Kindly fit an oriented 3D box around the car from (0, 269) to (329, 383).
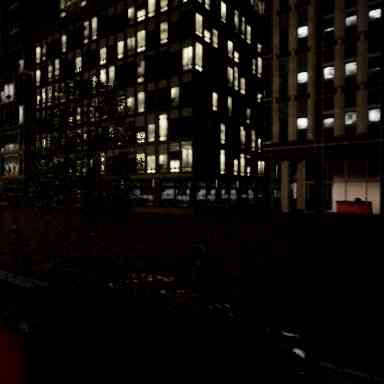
[{"bbox_3d":[-0.964,1.545,3.556,4.507,1.381,1.887,0,0,36],"label":"car"}]
